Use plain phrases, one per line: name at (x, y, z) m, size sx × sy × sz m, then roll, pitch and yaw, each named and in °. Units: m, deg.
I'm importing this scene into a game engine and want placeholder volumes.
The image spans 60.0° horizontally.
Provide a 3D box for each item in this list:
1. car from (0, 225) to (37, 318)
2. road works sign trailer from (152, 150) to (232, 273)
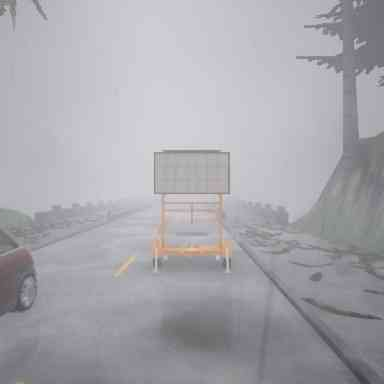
car at (-4.101, 1.352, 4.646) m, size 2.097 × 1.767 × 4.553 m, roll 0°, pitch 0°, yaw 0°
road works sign trailer at (-0.004, 0.465, 10.648) m, size 2.380 × 3.560 × 2.880 m, roll 0°, pitch 0°, yaw 0°
